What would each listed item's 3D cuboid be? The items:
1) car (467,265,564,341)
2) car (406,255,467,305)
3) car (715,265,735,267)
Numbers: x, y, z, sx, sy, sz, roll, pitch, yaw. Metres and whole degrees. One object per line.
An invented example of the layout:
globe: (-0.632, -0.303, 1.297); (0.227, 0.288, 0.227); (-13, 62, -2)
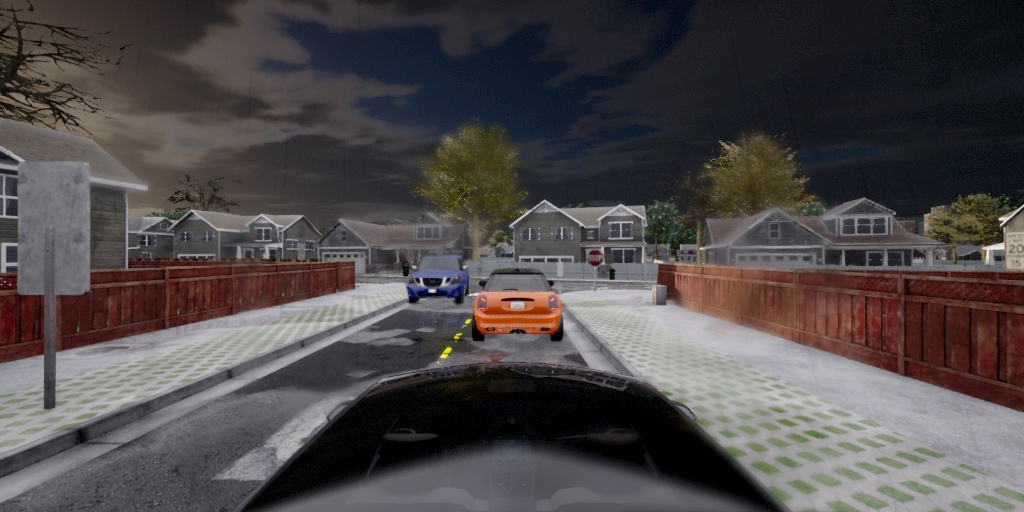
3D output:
car: (0.132, 1.103, 10.016); (2.097, 1.767, 4.553); (0, 0, 0)
car: (-3.187, 0.972, 16.418); (2.150, 2.045, 5.566); (0, 0, -3)
car: (12.987, 1.336, 22.987); (4.892, 1.490, 1.837); (0, 0, 18)
